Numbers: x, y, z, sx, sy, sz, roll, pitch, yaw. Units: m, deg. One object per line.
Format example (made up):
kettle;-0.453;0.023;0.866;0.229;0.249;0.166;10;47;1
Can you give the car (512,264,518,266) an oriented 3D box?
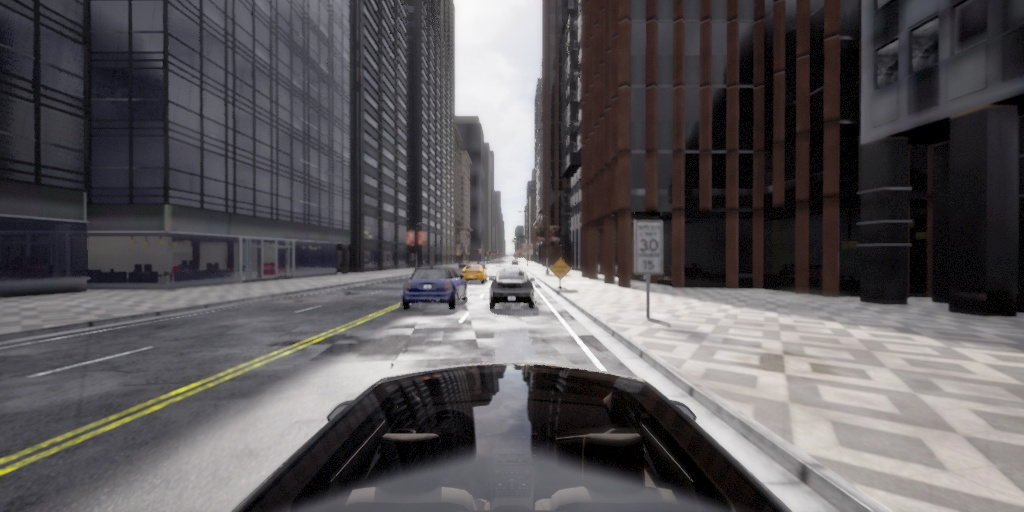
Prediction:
car;-0.010;1.621;30.953;1.895;1.301;4.718;0;0;0

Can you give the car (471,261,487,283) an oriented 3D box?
car;-3.254;1.501;31.328;1.882;1.535;5.008;0;0;0

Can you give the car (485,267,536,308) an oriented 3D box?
car;0.000;1.392;16.158;1.837;1.490;4.892;0;0;0

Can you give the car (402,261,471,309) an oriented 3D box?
car;-3.252;1.231;15.926;2.097;1.767;4.553;0;-1;0

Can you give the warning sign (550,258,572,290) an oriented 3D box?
warning sign;2.842;1.045;21.127;1.300;1.860;1.060;0;0;0
